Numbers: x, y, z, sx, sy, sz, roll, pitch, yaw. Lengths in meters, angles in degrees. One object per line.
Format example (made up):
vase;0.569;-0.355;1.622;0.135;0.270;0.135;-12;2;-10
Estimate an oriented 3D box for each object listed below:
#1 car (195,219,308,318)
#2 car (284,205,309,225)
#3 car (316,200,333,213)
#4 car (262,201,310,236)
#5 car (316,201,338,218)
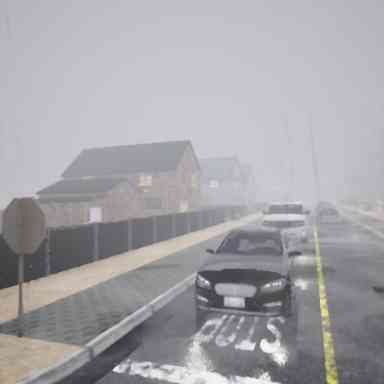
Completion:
car;1.548;1.651;8.000;2.128;1.511;4.902;-2;-1;20
car;9.332;1.973;29.551;1.837;1.490;4.892;-2;-2;20
car;18.667;1.990;47.069;2.097;1.767;4.553;-2;-1;20
car;5.164;1.527;18.051;2.150;2.045;5.566;-2;-1;20
car;14.966;2.058;36.662;1.994;1.385;4.181;-2;-1;20
